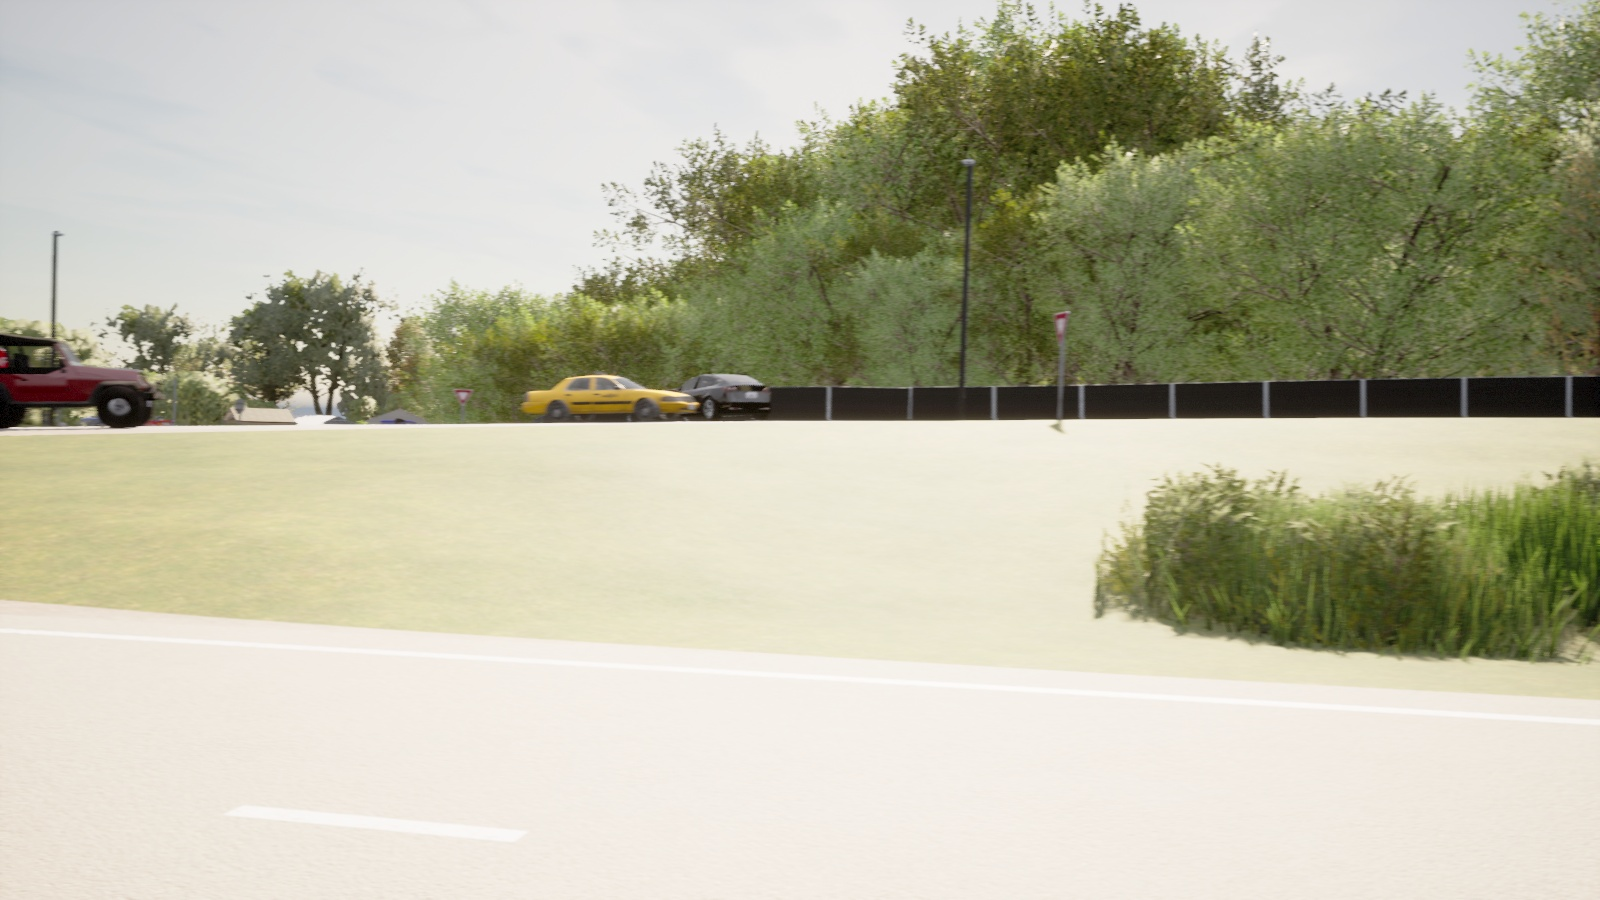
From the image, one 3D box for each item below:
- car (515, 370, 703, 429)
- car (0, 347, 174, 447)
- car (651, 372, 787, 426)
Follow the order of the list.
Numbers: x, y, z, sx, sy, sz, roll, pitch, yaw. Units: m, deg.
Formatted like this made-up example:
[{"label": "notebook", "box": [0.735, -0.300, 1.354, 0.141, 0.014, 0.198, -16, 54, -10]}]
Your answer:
[{"label": "car", "box": [-5.817, -1.503, 38.222, 5.366, 1.575, 1.801, -2, 1, 18]}, {"label": "car", "box": [-14.828, -1.050, 25.159, 3.866, 1.878, 1.905, -2, 2, -21]}, {"label": "car", "box": [-2.632, -1.554, 39.448, 2.163, 1.488, 4.792, -2, 1, -33]}]
